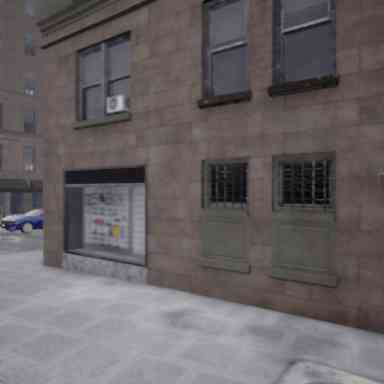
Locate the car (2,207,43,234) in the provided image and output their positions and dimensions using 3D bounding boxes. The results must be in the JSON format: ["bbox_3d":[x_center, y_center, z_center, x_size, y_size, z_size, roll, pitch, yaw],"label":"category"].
[{"bbox_3d":[-9.570,1.735,21.571,1.882,1.535,5.008,0,-1,35],"label":"car"}]
